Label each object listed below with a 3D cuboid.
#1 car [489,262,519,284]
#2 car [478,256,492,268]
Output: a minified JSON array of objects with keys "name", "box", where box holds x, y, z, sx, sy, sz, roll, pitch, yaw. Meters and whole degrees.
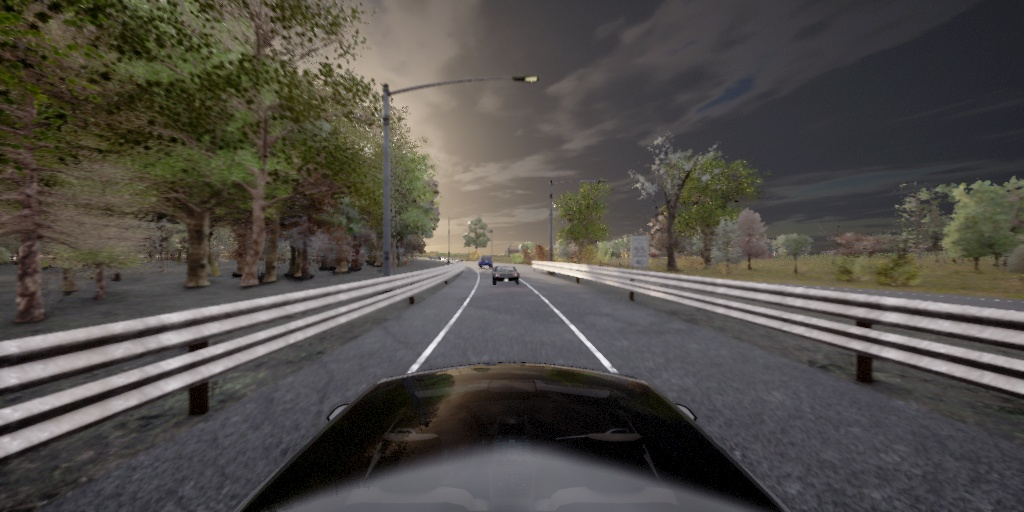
[{"name":"car","box":[-0.574,1.354,26.926,1.895,1.301,4.718,0,0,-4]},{"name":"car","box":[-4.597,0.979,61.228,2.150,2.045,5.566,0,0,-10]}]
